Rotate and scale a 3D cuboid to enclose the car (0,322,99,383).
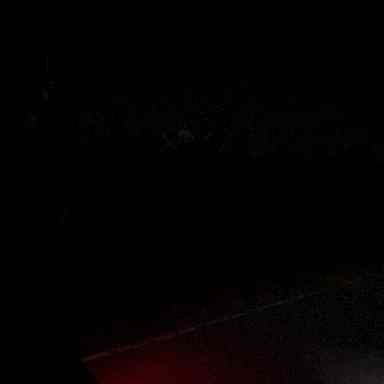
[{"bbox_3d":[-2.874,1.601,1.576,4.718,1.301,1.895,0,0,-35],"label":"car"}]
